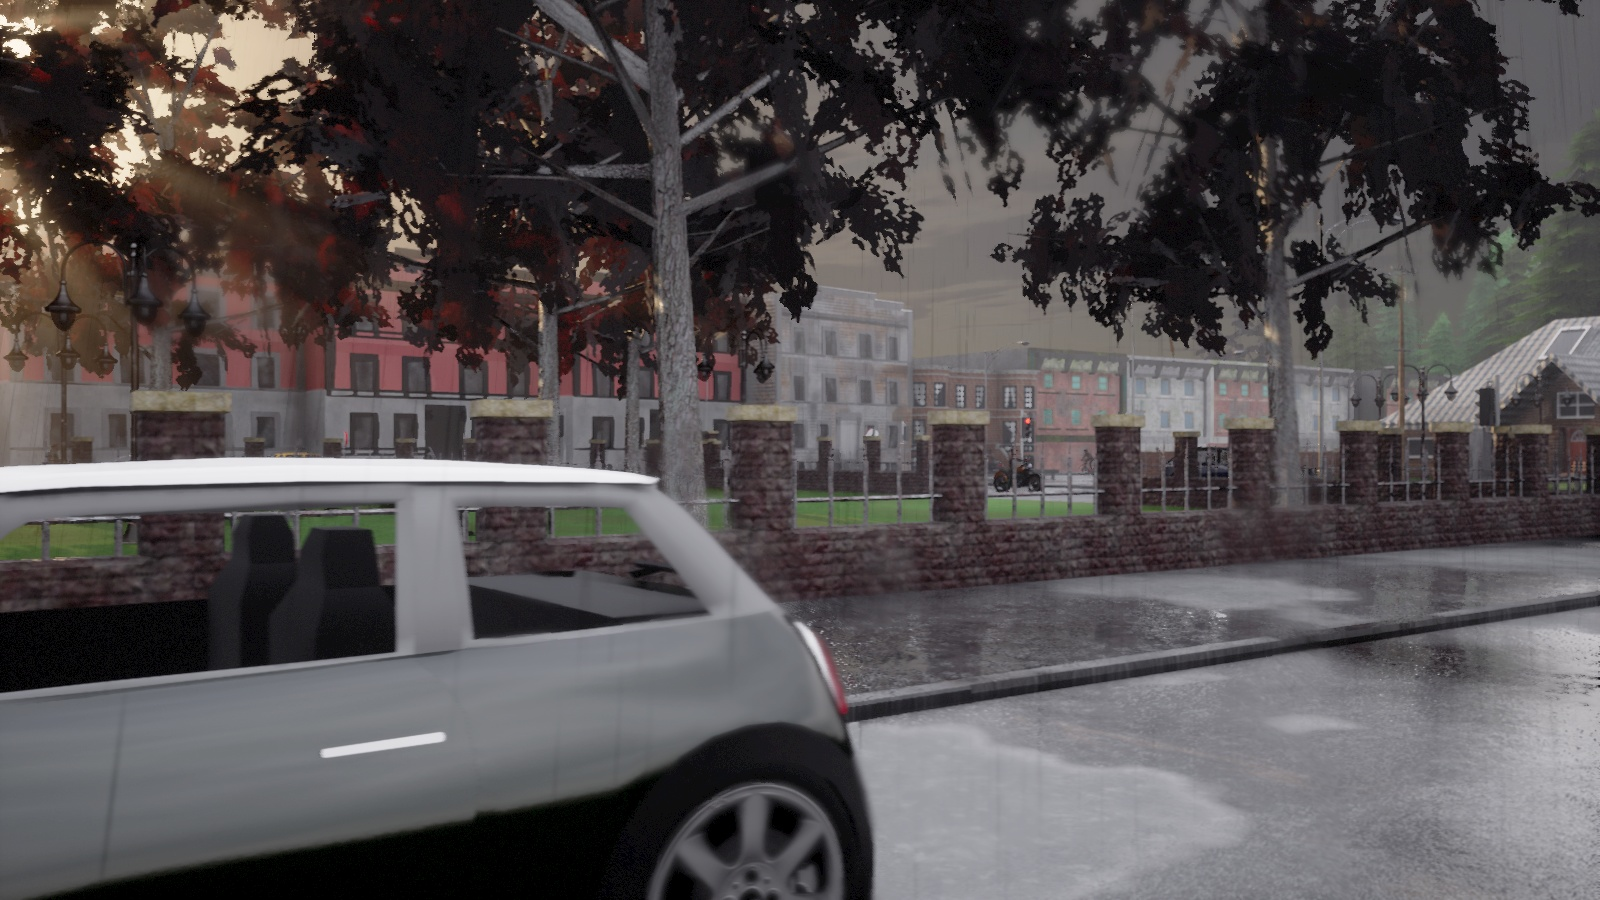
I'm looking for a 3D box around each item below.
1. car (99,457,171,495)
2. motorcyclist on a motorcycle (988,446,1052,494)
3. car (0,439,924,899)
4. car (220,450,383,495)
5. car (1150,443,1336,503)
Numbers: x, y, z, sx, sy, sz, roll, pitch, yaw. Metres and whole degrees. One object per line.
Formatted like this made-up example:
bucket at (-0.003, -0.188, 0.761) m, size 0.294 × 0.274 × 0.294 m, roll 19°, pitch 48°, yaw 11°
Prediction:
car at (-24.893, 0.950, 46.997) m, size 2.207 × 1.376 × 1.481 m, roll 0°, pitch 0°, yaw -35°
motorcyclist on a motorcycle at (7.757, 0.695, 44.469) m, size 0.766 × 1.649 × 2.350 m, roll 0°, pitch 0°, yaw -37°
car at (-1.795, 0.721, 3.028) m, size 3.806 × 1.475 × 1.970 m, roll 0°, pitch 0°, yaw -35°
car at (-18.457, 0.805, 46.620) m, size 5.366 × 1.575 × 1.801 m, roll 0°, pitch 0°, yaw -34°
car at (12.942, 0.645, 36.990) m, size 2.033 × 1.649 × 4.856 m, roll 0°, pitch 0°, yaw -37°
